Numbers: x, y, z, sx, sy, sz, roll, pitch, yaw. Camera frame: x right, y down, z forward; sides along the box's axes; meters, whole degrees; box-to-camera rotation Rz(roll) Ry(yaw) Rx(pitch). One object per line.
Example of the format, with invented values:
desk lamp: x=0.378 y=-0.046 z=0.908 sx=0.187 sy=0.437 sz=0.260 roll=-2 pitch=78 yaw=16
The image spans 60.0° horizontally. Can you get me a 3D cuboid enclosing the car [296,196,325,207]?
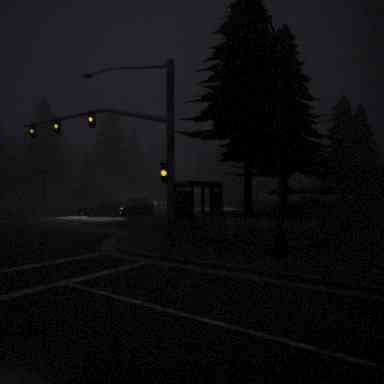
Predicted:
car: x=15.990 y=1.329 z=44.643 sx=4.553 sy=1.767 sz=2.097 roll=0 pitch=0 yaw=-36

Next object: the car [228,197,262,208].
car: x=7.939 y=1.489 z=47.381 sx=4.902 sy=1.511 sz=2.128 roll=0 pitch=0 yaw=-41

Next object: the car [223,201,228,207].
car: x=6.711 y=1.606 z=50.965 sx=4.718 sy=1.301 sz=1.895 roll=0 pitch=0 yaw=-39

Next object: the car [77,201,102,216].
car: x=-8.521 y=1.557 z=32.669 sx=2.033 sy=1.411 sz=5.357 roll=0 pitch=0 yaw=35

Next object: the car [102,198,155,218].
car: x=-5.549 y=1.354 z=30.765 sx=2.097 sy=1.767 sz=4.553 roll=0 pitch=0 yaw=36
